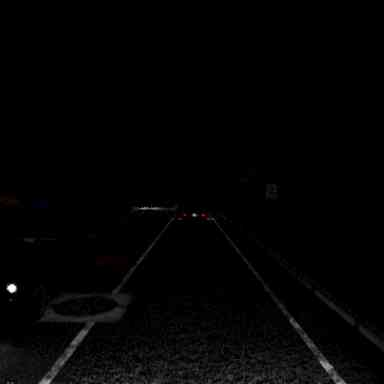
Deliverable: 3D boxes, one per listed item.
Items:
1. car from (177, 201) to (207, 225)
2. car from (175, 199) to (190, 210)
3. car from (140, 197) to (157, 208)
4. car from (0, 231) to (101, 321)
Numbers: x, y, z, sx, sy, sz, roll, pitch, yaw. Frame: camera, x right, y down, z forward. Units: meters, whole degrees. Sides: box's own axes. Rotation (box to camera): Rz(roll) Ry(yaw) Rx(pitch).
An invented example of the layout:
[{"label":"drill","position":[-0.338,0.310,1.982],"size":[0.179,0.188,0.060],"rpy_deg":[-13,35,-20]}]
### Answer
[{"label":"car","position":[0.167,1.617,24.907],"size":[2.033,1.411,5.357],"rpy_deg":[0,0,0]},{"label":"car","position":[-1.066,1.632,42.712],"size":[2.128,1.511,4.902],"rpy_deg":[1,0,-9]},{"label":"car","position":[-6.501,1.545,49.630],"size":[1.837,1.490,4.892],"rpy_deg":[2,0,-18]},{"label":"car","position":[-3.583,1.620,7.436],"size":[1.895,1.301,4.718],"rpy_deg":[0,0,0]}]
